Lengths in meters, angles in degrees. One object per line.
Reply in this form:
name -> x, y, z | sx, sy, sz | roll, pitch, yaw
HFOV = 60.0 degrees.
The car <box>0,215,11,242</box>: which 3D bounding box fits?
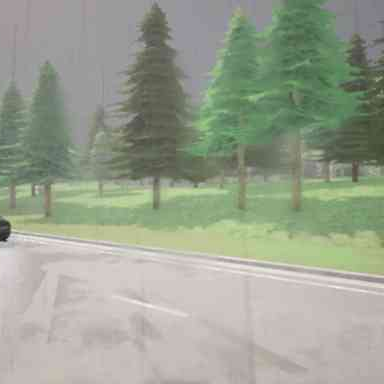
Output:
car -> -10.433, 1.589, 15.732 | 4.892, 1.490, 1.837 | 0, 0, 36
